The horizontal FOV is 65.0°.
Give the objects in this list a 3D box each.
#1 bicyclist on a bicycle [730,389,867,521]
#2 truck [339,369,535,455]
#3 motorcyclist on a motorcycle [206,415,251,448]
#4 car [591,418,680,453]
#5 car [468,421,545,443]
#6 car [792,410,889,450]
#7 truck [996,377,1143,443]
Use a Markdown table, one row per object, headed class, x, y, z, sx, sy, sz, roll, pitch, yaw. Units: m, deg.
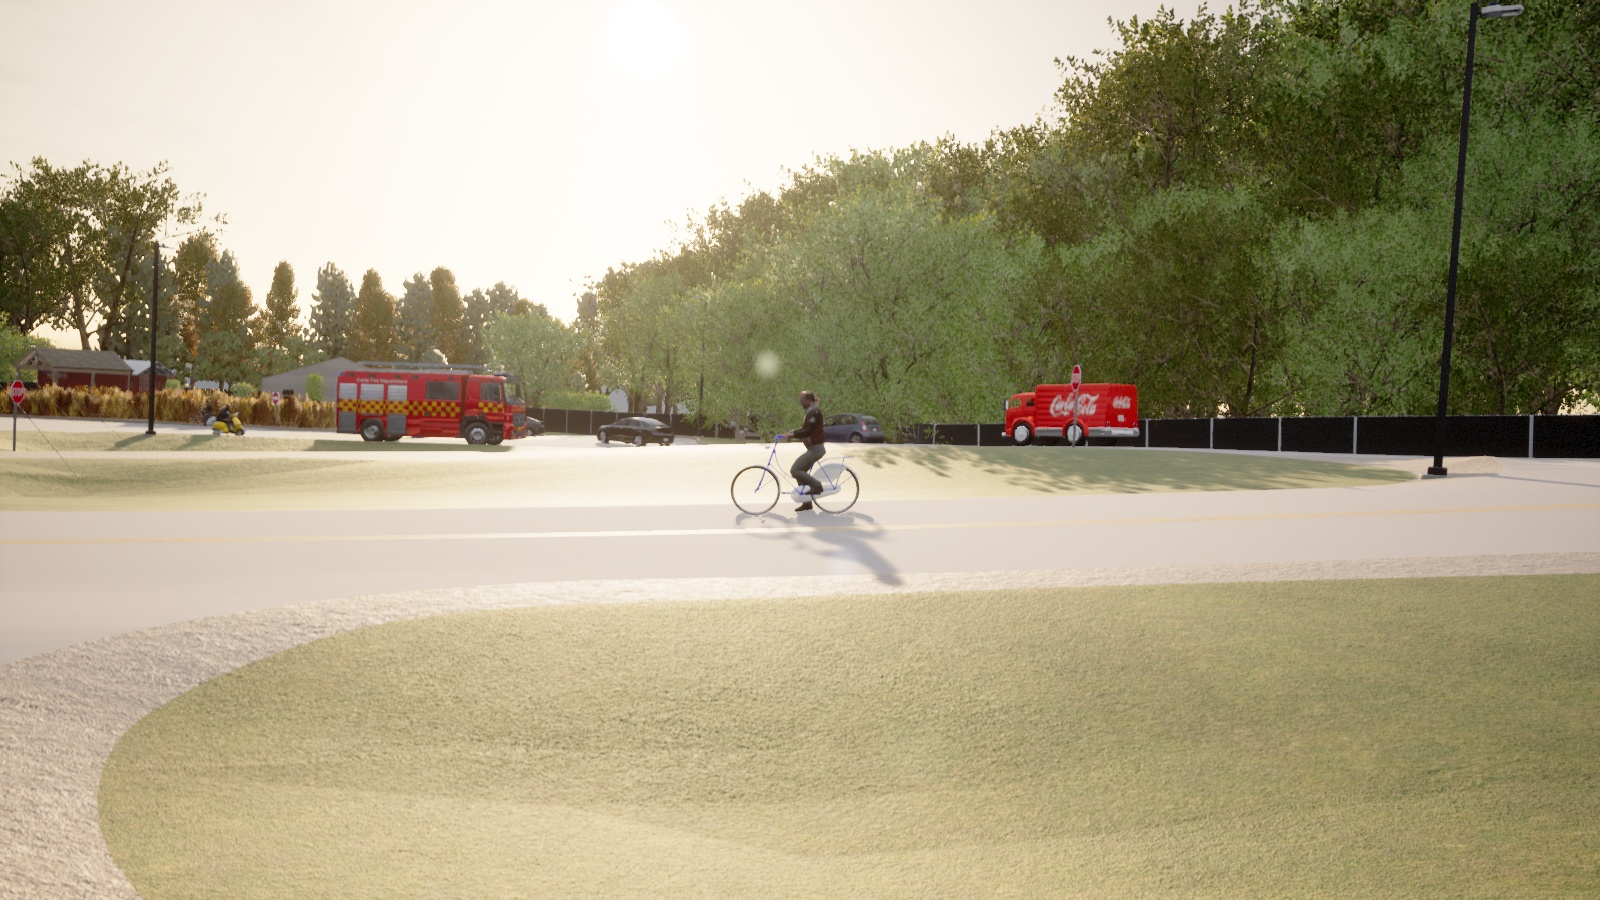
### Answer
| class | x | y | z | sx | sy | sz | roll | pitch | yaw |
| --- | --- | --- | --- | --- | --- | --- | --- | --- | --- |
| bicyclist on a bicycle | -0.028 | 0.053 | 17.745 | 1.843 | 1.776 | 0.659 | -2 | 3 | -5 |
| truck | -17.201 | -1.853 | 59.738 | 8.468 | 3.827 | 2.891 | 1 | 3 | 4 |
| motorcyclist on a motorcycle | -27.388 | -0.899 | 60.188 | 1.817 | 1.590 | 0.866 | 1 | 1 | 14 |
| car | -8.632 | -0.785 | 65.487 | 4.892 | 1.490 | 1.837 | 5 | 4 | 42 |
| car | -19.668 | -1.209 | 84.374 | 4.892 | 1.490 | 1.837 | 0 | 0 | -8 |
| car | 1.844 | -0.905 | 57.490 | 3.988 | 1.617 | 1.851 | -2 | 0 | 35 |
| truck | 10.747 | -1.555 | 50.389 | 2.627 | 2.467 | 5.204 | -1 | 1 | -43 |
